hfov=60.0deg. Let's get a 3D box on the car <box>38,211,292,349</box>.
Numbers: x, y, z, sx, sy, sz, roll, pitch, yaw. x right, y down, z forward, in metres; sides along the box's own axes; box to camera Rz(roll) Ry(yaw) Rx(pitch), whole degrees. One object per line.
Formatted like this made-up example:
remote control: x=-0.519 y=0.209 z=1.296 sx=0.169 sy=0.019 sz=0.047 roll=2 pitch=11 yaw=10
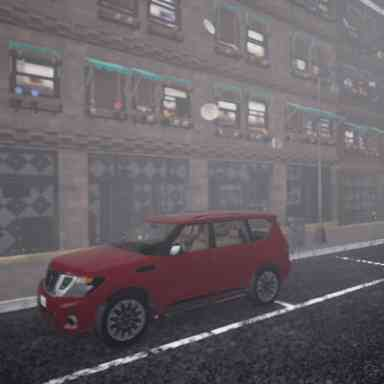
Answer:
car: x=-0.178 y=1.326 z=6.459 sx=5.009 sy=1.841 sz=2.192 roll=0 pitch=-1 yaw=-35
